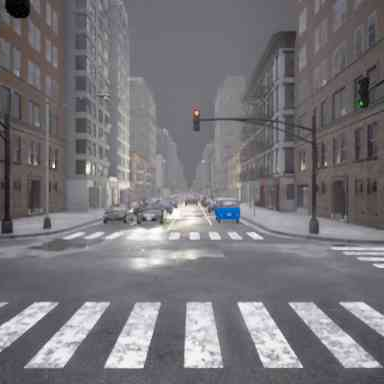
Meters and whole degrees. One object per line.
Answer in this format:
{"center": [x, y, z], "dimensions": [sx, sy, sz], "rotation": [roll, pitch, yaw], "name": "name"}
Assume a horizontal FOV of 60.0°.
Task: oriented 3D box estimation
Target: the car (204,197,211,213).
{"center": [2.571, 1.577, 36.337], "dimensions": [1.802, 1.307, 4.206], "rotation": [0, 0, 0], "name": "car"}

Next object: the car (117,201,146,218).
{"center": [-5.444, 1.541, 30.633], "dimensions": [1.887, 1.381, 4.507], "rotation": [0, 0, 0], "name": "car"}

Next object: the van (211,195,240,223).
{"center": [2.591, 1.338, 24.975], "dimensions": [1.690, 1.788, 3.998], "rotation": [0, 0, 0], "name": "van"}

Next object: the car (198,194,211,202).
{"center": [2.541, 1.301, 53.381], "dimensions": [2.192, 1.841, 5.009], "rotation": [0, 0, 0], "name": "car"}

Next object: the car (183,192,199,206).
{"center": [-0.100, 1.336, 55.069], "dimensions": [2.097, 1.767, 4.553], "rotation": [0, 0, 0], "name": "car"}

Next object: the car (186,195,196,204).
{"center": [-0.118, 1.454, 65.101], "dimensions": [1.882, 1.535, 5.008], "rotation": [0, 0, 0], "name": "car"}

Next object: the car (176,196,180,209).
{"center": [-2.930, 1.556, 44.444], "dimensions": [1.994, 1.385, 4.181], "rotation": [0, 0, -1], "name": "car"}

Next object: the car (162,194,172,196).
{"center": [-5.505, 1.542, 64.725], "dimensions": [1.947, 1.339, 4.313], "rotation": [0, 0, 0], "name": "car"}

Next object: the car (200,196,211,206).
{"center": [2.551, 1.572, 47.700], "dimensions": [1.802, 1.307, 4.206], "rotation": [0, 0, 0], "name": "car"}

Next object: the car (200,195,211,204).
{"center": [2.520, 1.417, 64.744], "dimensions": [1.967, 1.590, 4.097], "rotation": [0, 0, 0], "name": "car"}

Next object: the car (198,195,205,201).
{"center": [2.480, 1.524, 87.469], "dimensions": [1.947, 1.339, 4.313], "rotation": [0, 0, 0], "name": "car"}

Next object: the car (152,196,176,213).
{"center": [-2.912, 1.473, 33.945], "dimensions": [1.882, 1.535, 5.008], "rotation": [0, 0, 0], "name": "car"}

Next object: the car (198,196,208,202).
{"center": [2.500, 1.518, 76.106], "dimensions": [2.008, 1.369, 4.403], "rotation": [0, 0, 0], "name": "car"}

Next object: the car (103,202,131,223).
{"center": [-5.434, 1.547, 24.952], "dimensions": [2.008, 1.369, 4.403], "rotation": [0, 0, 0], "name": "car"}

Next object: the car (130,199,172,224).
{"center": [-2.882, 1.488, 24.504], "dimensions": [2.128, 1.511, 4.902], "rotation": [0, 0, -1], "name": "car"}
